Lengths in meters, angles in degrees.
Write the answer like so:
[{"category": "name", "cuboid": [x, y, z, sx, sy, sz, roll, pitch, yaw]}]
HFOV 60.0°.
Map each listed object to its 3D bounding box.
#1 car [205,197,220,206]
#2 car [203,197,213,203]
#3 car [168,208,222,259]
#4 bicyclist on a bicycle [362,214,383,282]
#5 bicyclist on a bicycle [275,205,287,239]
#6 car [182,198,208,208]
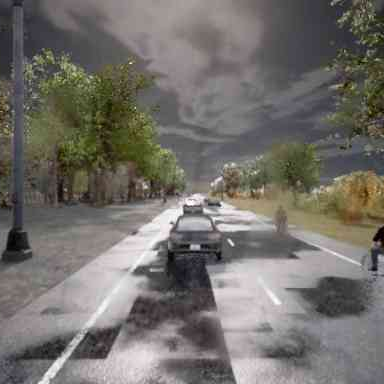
[{"category": "car", "cuboid": [3.594, 1.661, 55.854, 1.994, 1.385, 4.181, 0, 0, 0]}, {"category": "car", "cuboid": [3.495, 1.725, 73.403, 1.895, 1.301, 4.718, 0, 0, 0]}, {"category": "car", "cuboid": [0.095, 1.547, 12.598, 1.812, 1.442, 4.674, 0, 0, 0]}, {"category": "bicyclist on a bicycle", "cuboid": [4.464, 1.384, 7.825, 0.659, 1.776, 1.843, 0, 0, 0]}, {"category": "bicyclist on a bicycle", "cuboid": [4.465, 1.481, 16.641, 0.582, 1.620, 1.656, 0, 0, 0]}, {"category": "car", "cuboid": [0.096, 1.546, 31.811, 2.128, 1.511, 4.902, 0, 0, 0]}]
